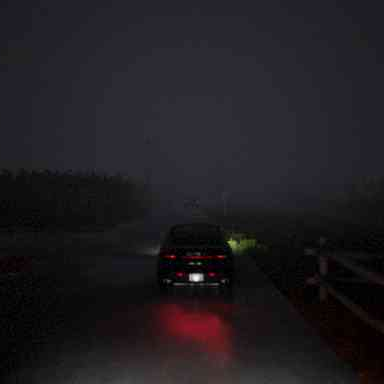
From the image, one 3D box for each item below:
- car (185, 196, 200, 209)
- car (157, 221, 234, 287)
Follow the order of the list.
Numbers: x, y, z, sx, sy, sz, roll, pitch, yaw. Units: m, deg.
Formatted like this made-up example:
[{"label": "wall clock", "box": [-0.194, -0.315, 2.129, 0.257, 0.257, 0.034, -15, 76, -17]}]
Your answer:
[{"label": "car", "box": [0.011, 1.660, 52.677, 2.150, 2.045, 5.566, 0, 0, 0]}, {"label": "car", "box": [0.095, 1.588, 9.580, 1.837, 1.490, 4.892, 0, 0, 0]}]
